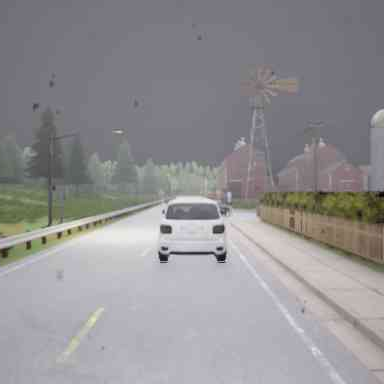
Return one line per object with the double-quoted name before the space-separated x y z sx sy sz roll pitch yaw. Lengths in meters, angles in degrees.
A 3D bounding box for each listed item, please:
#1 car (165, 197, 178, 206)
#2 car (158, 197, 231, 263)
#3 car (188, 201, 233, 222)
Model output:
"car" -3.546 1.596 57.550 1.837 1.490 4.892 0 0 1
"car" 0.032 1.242 12.244 2.150 2.045 5.566 0 0 1
"car" 1.685 1.550 28.032 1.837 1.490 4.892 -1 0 29
